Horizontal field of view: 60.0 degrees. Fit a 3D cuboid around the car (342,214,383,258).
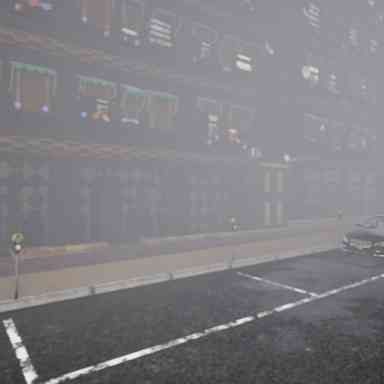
[{"bbox_3d":[6.947,1.463,11.517,4.403,1.369,2.008,-1,1,-36],"label":"car"}]
